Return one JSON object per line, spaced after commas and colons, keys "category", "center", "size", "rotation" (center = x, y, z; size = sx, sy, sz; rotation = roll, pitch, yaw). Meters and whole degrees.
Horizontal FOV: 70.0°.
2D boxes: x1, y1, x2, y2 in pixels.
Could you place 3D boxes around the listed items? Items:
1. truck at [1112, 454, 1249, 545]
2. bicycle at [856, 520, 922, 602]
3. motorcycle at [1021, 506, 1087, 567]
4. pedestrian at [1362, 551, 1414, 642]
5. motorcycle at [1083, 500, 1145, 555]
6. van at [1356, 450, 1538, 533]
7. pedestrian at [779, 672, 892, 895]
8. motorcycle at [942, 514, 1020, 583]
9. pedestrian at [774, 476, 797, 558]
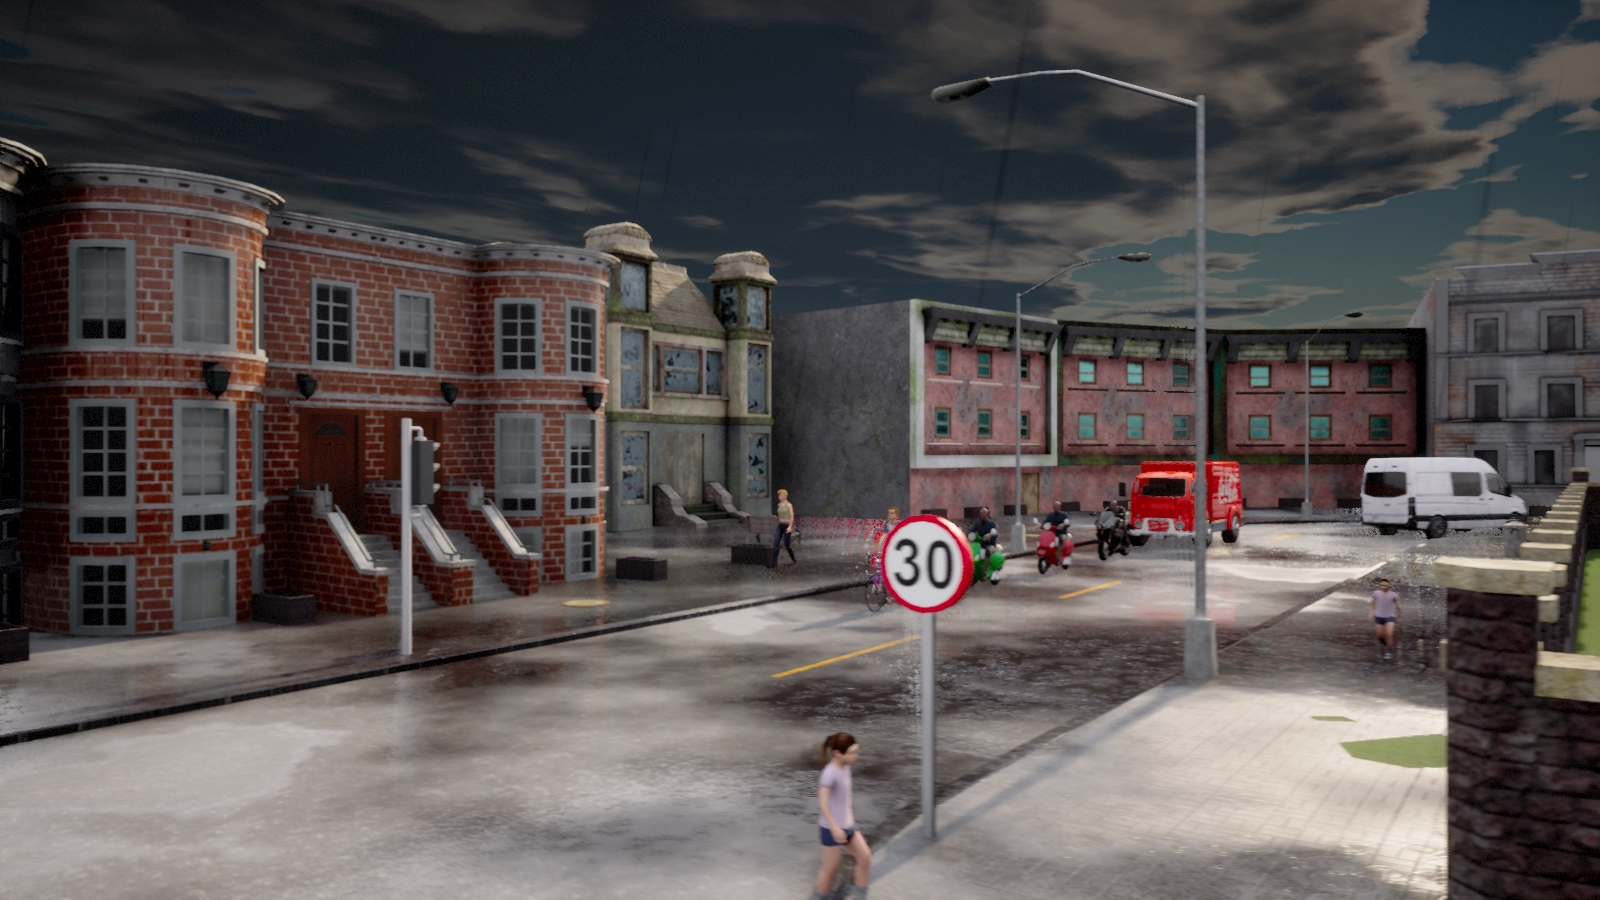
{"category": "truck", "center": [11.438, 1.348, 34.100], "size": [2.627, 2.467, 5.204], "rotation": [0, 0, 33]}
{"category": "bicycle", "center": [1.586, 1.936, 20.171], "size": [0.373, 1.296, 1.643], "rotation": [0, 0, 35]}
{"category": "motorcycle", "center": [5.854, 1.962, 26.254], "size": [0.856, 1.236, 1.805], "rotation": [0, 0, 35]}
{"category": "pedestrian", "center": [7.674, 1.897, 14.917], "size": [0.500, 1.100, 0.500], "rotation": [0, 0, 40]}
{"category": "motorcycle", "center": [8.156, 1.985, 29.648], "size": [0.867, 1.251, 2.209], "rotation": [0, 0, 35]}
{"category": "van", "center": [21.247, 1.315, 37.483], "size": [5.915, 2.561, 1.988], "rotation": [0, -1, -24]}
{"category": "pedestrian", "center": [0.210, 1.896, 6.610], "size": [0.500, 1.100, 0.500], "rotation": [0, 0, 25]}
{"category": "motorcycle", "center": [3.679, 1.962, 23.158], "size": [0.856, 1.236, 1.805], "rotation": [0, 0, 35]}
{"category": "pedestrian", "center": [-0.338, 1.525, 26.168], "size": [0.375, 1.860, 0.375], "rotation": [0, 0, 43]}
